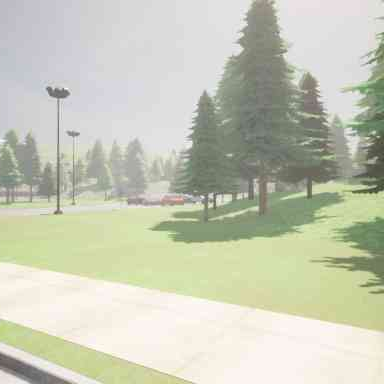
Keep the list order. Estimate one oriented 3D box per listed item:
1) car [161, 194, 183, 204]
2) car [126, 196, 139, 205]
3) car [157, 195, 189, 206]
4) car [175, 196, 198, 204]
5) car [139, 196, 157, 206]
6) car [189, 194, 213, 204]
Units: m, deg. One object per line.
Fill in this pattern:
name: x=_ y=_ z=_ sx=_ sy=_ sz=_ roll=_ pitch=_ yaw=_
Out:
car: x=-3.987 y=1.354 z=67.013 sx=2.097 sy=1.767 sz=4.553 roll=0 pitch=0 yaw=31
car: x=-9.308 y=1.493 z=58.141 sx=2.128 sy=1.511 sz=4.902 roll=0 pitch=0 yaw=32
car: x=-3.082 y=1.353 z=54.898 sx=2.097 sy=1.767 sz=4.553 roll=0 pitch=0 yaw=32
car: x=-0.978 y=1.549 z=65.224 sx=2.033 sy=1.411 sz=5.357 roll=0 pitch=0 yaw=31
car: x=-6.287 y=1.602 z=56.369 sx=1.895 sy=1.301 sz=4.718 roll=0 pitch=0 yaw=32
car: x=2.030 y=1.223 z=63.435 sx=2.150 sy=2.045 sz=5.566 roll=0 pitch=0 yaw=31
